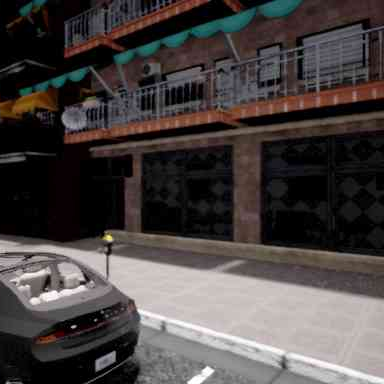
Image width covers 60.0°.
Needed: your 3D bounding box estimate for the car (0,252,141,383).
[{"bbox_3d":[-2.691,1.555,4.794,4.403,1.369,2.008,0,0,36],"label":"car"}]
